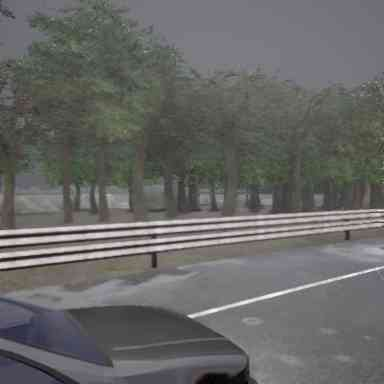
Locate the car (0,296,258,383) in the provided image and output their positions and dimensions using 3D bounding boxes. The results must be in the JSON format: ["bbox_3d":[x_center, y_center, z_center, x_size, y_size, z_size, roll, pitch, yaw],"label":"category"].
[{"bbox_3d":[-1.986,1.544,2.312,5.357,1.411,2.033,0,0,-35],"label":"car"}]
